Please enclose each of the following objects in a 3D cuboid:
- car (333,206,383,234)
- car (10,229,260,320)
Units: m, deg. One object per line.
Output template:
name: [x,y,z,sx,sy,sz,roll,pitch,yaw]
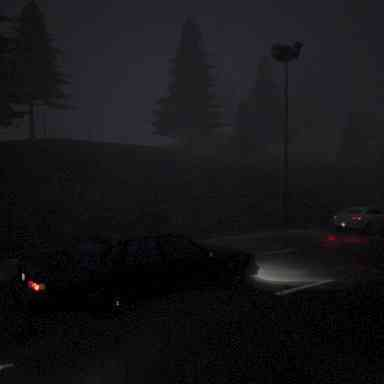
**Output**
car: [10.179,1.569,19.602,4.674,1.442,1.812,0,0,-36]
car: [-0.946,1.561,7.371,5.357,1.411,2.033,0,0,-36]
